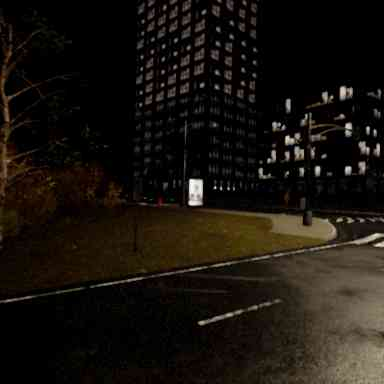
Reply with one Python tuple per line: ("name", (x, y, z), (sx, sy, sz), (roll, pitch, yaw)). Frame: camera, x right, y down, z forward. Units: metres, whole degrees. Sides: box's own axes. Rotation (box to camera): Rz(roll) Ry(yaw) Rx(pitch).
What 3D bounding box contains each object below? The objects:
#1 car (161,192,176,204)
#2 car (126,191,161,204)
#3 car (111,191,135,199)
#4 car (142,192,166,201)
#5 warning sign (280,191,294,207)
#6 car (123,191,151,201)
("car", (-4.015, 0.721, 43.297), (2.128, 1.511, 4.902), (2, -1, -41))
("car", (-6.365, 0.631, 41.048), (1.837, 1.490, 4.892), (3, 0, -41))
("car", (-13.275, 0.553, 63.660), (2.128, 1.511, 4.902), (3, -1, -43))
("car", (-6.523, 0.806, 56.247), (1.994, 1.385, 4.181), (2, -1, -41))
("warning sign", (11.324, 0.878, 39.778), (1.300, 1.860, 1.060), (1, -1, -40))
("car", (-8.993, 0.682, 54.140), (2.033, 1.411, 5.357), (2, -1, -41))
